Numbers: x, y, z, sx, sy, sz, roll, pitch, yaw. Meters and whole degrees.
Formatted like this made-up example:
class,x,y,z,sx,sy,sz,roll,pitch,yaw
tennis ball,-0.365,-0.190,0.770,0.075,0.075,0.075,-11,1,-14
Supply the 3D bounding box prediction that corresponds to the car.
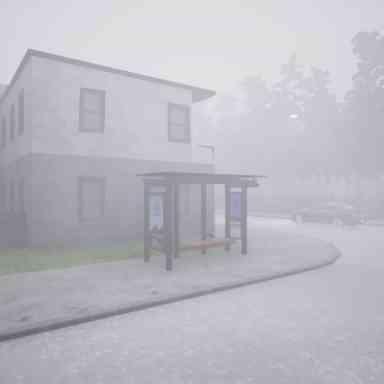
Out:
class,x,y,z,sx,sy,sz,roll,pitch,yaw
car,8.984,1.505,22.268,1.837,1.490,4.892,-2,1,-36
